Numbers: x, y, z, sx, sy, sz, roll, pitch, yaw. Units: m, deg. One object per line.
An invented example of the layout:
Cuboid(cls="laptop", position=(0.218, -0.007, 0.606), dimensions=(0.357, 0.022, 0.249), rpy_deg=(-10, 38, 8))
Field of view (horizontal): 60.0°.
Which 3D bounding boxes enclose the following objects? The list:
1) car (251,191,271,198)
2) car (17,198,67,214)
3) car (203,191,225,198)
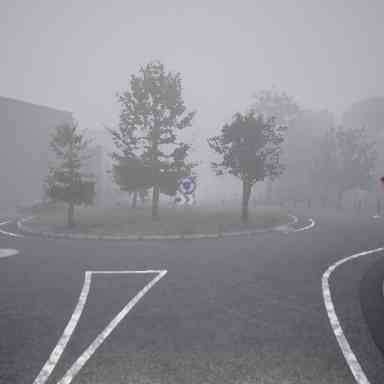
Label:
Cuboid(cls="car", position=(19.024, 0.944, 89.871), dimensions=(4.553, 1.767, 2.185), rpy_deg=(0, 1, 0))
Cuboid(cls="car", position=(-13.864, 1.241, 31.019), dimensions=(1.812, 1.442, 4.674), rpy_deg=(0, 1, 28))
Cuboid(cls="car", position=(6.509, 0.823, 92.717), dimensions=(5.566, 2.045, 2.435), rpy_deg=(0, 0, 0))
